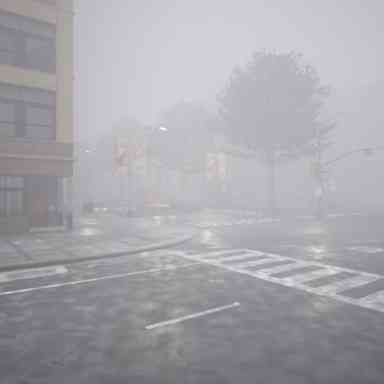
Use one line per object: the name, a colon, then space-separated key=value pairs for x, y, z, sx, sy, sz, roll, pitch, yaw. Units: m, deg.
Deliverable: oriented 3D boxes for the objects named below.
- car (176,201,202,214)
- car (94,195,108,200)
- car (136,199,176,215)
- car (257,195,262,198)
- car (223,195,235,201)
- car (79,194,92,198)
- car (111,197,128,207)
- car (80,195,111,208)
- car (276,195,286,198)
car: x=-0.937 y=1.596 z=35.978 sx=1.895 sy=1.301 sz=4.718 roll=0 pitch=0 yaw=-36
car: x=-24.073 y=1.506 z=87.966 sx=1.895 sy=1.301 sz=4.718 roll=0 pitch=0 yaw=-36
car: x=-4.041 y=1.474 z=34.302 sx=1.882 sy=1.535 sz=5.008 roll=0 pitch=0 yaw=-36
car: x=17.500 y=1.448 z=83.138 sx=1.895 sy=1.301 sz=4.718 roll=0 pitch=0 yaw=-36
car: x=7.850 y=1.401 z=76.686 sx=2.161 sy=1.482 sz=4.786 roll=0 pitch=0 yaw=-36
car: x=-26.878 y=1.266 z=85.873 sx=2.097 sy=1.767 sz=4.553 roll=0 pitch=0 yaw=-36
car: x=-11.476 y=1.504 z=50.784 sx=2.128 sy=1.511 sz=4.902 roll=0 pitch=0 yaw=-36
car: x=-14.278 y=1.543 z=48.684 sx=2.033 sy=1.411 sz=5.357 roll=0 pitch=0 yaw=-36
car: x=18.328 y=1.307 z=69.205 sx=2.002 sy=1.452 sz=4.674 roll=0 pitch=0 yaw=-36
